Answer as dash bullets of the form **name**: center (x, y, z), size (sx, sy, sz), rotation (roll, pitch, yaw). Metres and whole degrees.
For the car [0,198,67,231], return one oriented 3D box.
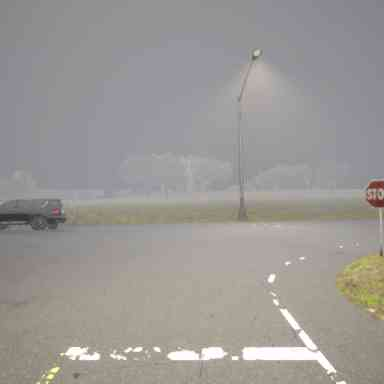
- **car**: center (-10.991, 1.462, 21.485), size (5.566, 2.045, 2.150), rotation (-1, -2, 0)
